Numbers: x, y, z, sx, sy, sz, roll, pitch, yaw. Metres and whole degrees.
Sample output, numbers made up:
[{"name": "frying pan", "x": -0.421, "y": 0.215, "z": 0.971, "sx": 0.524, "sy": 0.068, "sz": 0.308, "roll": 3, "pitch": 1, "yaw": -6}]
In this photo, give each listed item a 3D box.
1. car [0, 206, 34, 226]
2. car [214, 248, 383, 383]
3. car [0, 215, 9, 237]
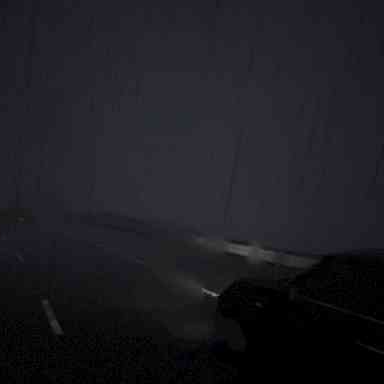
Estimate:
[{"name": "car", "x": -14.093, "y": 1.894, "z": 26.611, "sx": 1.882, "sy": 1.535, "sz": 5.008, "roll": 1, "pitch": -1, "yaw": -37}, {"name": "car", "x": 2.158, "y": 1.446, "z": 3.851, "sx": 2.097, "sy": 1.767, "sz": 4.553, "roll": 1, "pitch": -1, "yaw": -29}, {"name": "car", "x": -6.390, "y": 1.627, "z": 9.112, "sx": 2.128, "sy": 1.511, "sz": 4.902, "roll": 1, "pitch": -1, "yaw": -31}]
